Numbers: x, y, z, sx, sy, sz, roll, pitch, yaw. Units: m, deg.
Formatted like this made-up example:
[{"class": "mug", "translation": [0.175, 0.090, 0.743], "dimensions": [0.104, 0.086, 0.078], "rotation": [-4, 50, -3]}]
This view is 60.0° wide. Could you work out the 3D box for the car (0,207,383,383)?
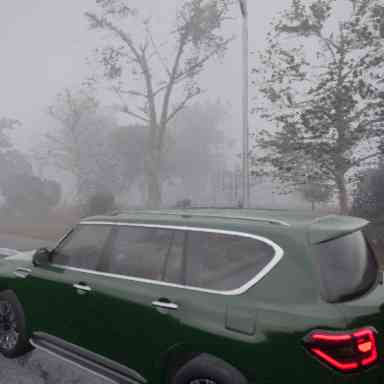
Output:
[{"class": "car", "translation": [-0.483, 1.222, 4.336], "dimensions": [5.566, 2.045, 2.150], "rotation": [0, 0, 36]}]
